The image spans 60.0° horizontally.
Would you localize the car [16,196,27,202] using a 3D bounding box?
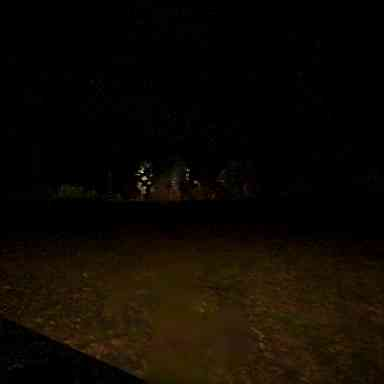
[{"bbox_3d":[-41.629,1.662,81.404,2.128,1.511,4.902,0,0,34],"label":"car"}]
